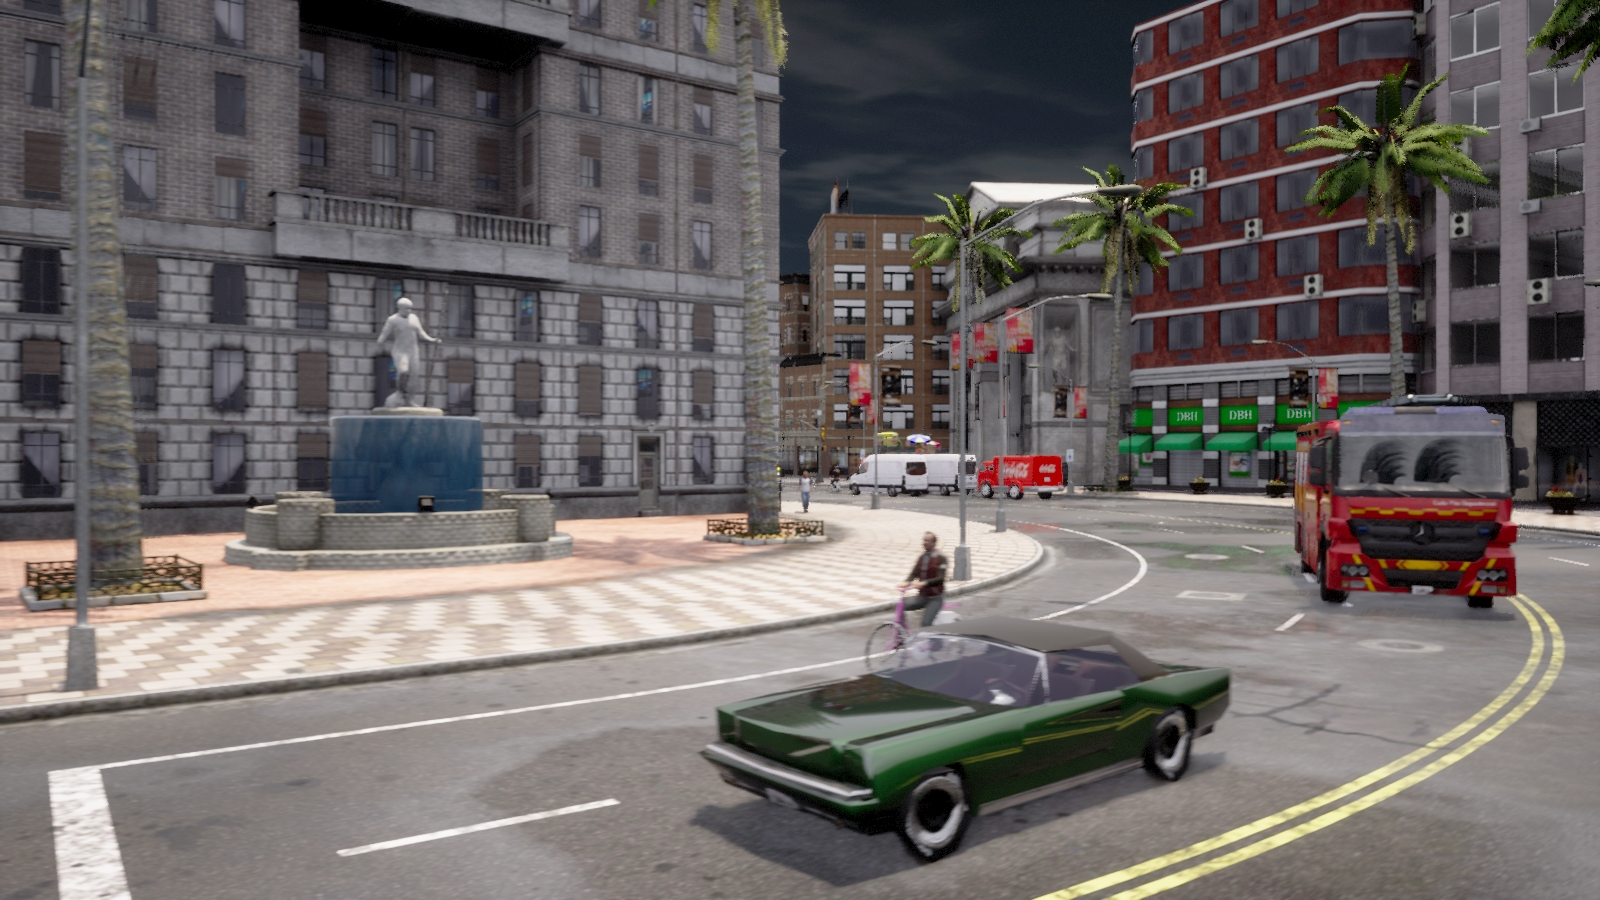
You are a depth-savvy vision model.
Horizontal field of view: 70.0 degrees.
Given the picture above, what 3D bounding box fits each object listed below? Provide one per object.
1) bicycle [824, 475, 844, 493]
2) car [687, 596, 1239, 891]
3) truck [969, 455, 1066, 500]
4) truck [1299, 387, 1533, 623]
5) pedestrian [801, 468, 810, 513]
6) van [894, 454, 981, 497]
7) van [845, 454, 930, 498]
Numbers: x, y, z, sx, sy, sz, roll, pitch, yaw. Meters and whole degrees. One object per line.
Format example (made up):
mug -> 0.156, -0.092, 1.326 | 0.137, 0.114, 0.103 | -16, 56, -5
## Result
bicycle -> 2.217, 2.213, 74.759 | 0.329, 1.171, 1.835 | 0, 0, -35
car -> 1.548, 2.155, 9.515 | 4.718, 1.301, 1.895 | 0, 0, -40
truck -> 12.403, 1.559, 65.391 | 2.627, 2.467, 5.204 | 0, -1, -31
truck -> 11.958, 0.891, 23.025 | 2.891, 3.827, 8.468 | 0, 0, 20
pedestrian -> 0.239, 1.698, 47.605 | 0.375, 1.860, 0.375 | 0, 0, -1
van -> 8.576, 1.537, 71.679 | 1.988, 2.561, 5.915 | 0, 0, -35
van -> 5.290, 1.537, 69.908 | 1.988, 2.561, 5.915 | 0, 0, -34
